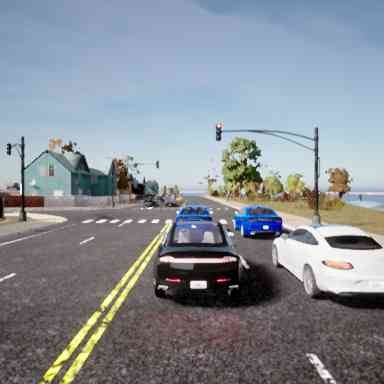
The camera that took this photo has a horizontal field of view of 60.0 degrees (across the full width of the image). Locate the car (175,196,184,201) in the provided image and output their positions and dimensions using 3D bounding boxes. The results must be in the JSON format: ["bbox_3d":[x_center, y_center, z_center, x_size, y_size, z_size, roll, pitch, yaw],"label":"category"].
[{"bbox_3d":[-3.056,1.620,81.839,1.895,1.301,4.718,0,0,0],"label":"car"}]

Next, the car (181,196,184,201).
[{"bbox_3d":[-3.112,1.486,66.775,1.882,1.535,5.008,0,0,1],"label":"car"}]

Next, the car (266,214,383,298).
[{"bbox_3d":[3.366,1.520,8.365,1.812,1.442,4.674,0,0,0],"label":"car"}]

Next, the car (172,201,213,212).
[{"bbox_3d":[0.133,1.467,18.029,1.882,1.535,5.008,0,0,1],"label":"car"}]

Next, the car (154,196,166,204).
[{"bbox_3d":[-6.360,1.513,67.081,1.837,1.490,4.892,0,0,1],"label":"car"}]

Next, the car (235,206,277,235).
[{"bbox_3d":[3.391,1.467,17.702,1.882,1.535,5.008,0,0,0],"label":"car"}]

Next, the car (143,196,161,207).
[{"bbox_3d":[-6.462,1.500,51.725,1.837,1.490,4.892,0,0,0],"label":"car"}]

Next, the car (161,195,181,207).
[{"bbox_3d":[-3.208,1.543,51.678,2.033,1.411,5.357,0,0,1],"label":"car"}]

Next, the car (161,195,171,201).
[{"bbox_3d":[-6.305,1.564,82.272,2.033,1.411,5.357,0,0,0],"label":"car"}]

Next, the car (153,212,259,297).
[{"bbox_3d":[0.121,1.486,8.535,2.128,1.511,4.902,0,0,0],"label":"car"}]
